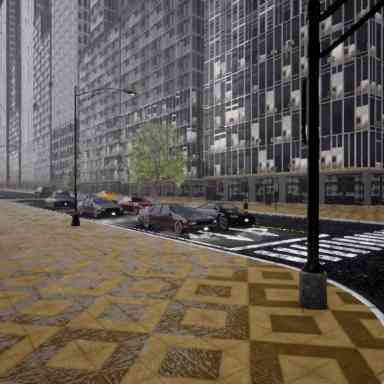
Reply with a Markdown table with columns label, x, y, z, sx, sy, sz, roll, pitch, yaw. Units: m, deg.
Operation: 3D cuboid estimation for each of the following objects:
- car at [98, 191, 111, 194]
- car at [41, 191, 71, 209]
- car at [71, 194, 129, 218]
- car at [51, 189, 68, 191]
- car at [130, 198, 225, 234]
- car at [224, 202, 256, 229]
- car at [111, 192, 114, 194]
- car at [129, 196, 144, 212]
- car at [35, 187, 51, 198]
| label | x | y | z | sx | sy | sz | roll | pitch | yaw |
| --- | --- | --- | --- | --- | --- | --- | --- | --- | --- |
| car | -11.025 | 0.913 | 35.804 | 2.033 | 1.411 | 5.357 | 0 | 1 | -38 |
| car | -13.397 | 0.939 | 33.562 | 1.994 | 1.385 | 4.181 | 0 | 1 | -38 |
| car | -7.188 | 1.107 | 25.614 | 2.033 | 1.411 | 5.357 | 0 | 1 | -38 |
| car | -25.349 | 0.271 | 65.040 | 1.837 | 1.490 | 4.892 | 0 | 1 | -38 |
| car | -0.970 | 1.292 | 17.687 | 2.033 | 1.411 | 5.357 | 0 | 1 | -38 |
| car | 1.721 | 1.309 | 19.523 | 1.994 | 1.385 | 4.181 | 0 | 1 | -38 |
| car | -12.818 | 0.624 | 48.976 | 1.882 | 1.535 | 5.008 | 0 | 1 | -38 |
| car | -4.610 | 1.082 | 27.592 | 1.812 | 1.442 | 4.674 | 0 | 1 | -38 |
| car | -28.475 | -0.026 | 63.764 | 2.150 | 2.045 | 5.566 | 0 | 1 | -38 |
